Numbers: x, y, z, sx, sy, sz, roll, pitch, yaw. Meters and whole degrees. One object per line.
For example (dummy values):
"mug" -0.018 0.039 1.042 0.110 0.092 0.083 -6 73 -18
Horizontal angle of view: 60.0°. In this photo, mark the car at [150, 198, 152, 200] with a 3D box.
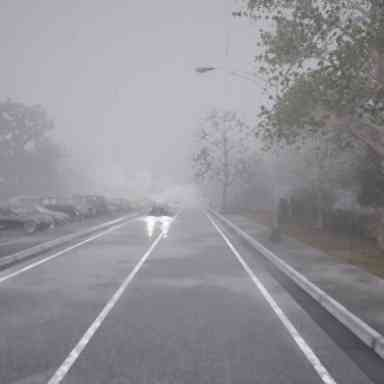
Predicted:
"car" -10.253 2.112 60.417 4.792 1.488 2.163 0 -1 0

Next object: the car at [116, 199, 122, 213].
"car" -10.304 1.677 35.436 4.674 1.452 2.002 0 -1 0

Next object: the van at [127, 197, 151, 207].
"van" -10.394 1.955 65.974 4.442 1.987 1.878 0 -1 0

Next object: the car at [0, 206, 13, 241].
"car" -10.325 1.495 13.248 5.008 1.535 2.097 0 0 0

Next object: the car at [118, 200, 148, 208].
"car" -10.255 2.062 57.642 4.792 1.488 2.163 0 -1 0

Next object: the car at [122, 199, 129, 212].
"car" -10.294 1.687 38.212 5.008 1.535 2.097 0 -1 0

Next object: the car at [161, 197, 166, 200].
"car" -10.076 2.609 85.387 5.366 1.575 1.946 0 -2 0

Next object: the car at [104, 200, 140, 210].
"car" -10.284 1.886 49.315 4.892 1.521 2.231 0 -1 0

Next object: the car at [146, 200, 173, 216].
"car" -3.344 1.771 35.085 1.895 1.301 4.718 0 -1 0

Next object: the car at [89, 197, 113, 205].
"car" -23.370 2.362 85.436 5.566 2.045 2.435 0 -2 0

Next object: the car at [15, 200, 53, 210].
"car" -23.373 1.924 49.308 4.674 1.452 2.002 0 -1 0

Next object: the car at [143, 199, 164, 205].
"car" -10.443 2.756 90.938 5.366 1.575 1.946 0 -2 0

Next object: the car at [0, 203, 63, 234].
"car" -10.285 1.534 18.798 4.792 1.488 2.163 0 0 0

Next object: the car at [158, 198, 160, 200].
"car" -10.265 2.339 74.297 4.892 1.521 2.231 0 -1 0

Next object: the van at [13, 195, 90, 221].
"van" -10.194 1.288 24.353 4.442 1.987 1.878 0 0 0

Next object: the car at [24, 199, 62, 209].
"car" -23.363 1.936 52.203 5.008 1.535 2.097 0 -1 0

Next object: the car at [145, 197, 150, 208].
"car" -10.101 1.980 54.866 5.366 1.575 1.946 0 -1 0

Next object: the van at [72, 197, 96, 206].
"van" -23.244 2.058 71.612 4.442 1.987 1.878 0 -1 0

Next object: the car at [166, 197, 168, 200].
"car" -10.284 2.582 93.720 5.566 2.045 2.435 0 -2 0

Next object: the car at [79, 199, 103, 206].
"car" -23.377 2.427 76.997 4.792 1.488 2.163 0 -1 0

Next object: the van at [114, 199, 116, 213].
"van" -10.187 1.362 32.664 4.442 1.987 1.878 0 -1 0

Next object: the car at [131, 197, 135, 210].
"car" -10.264 1.660 43.766 4.553 1.767 2.185 0 -1 0

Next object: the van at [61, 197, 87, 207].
"van" -23.474 1.957 66.057 4.442 1.987 1.878 0 -1 0

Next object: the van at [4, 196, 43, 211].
"van" -23.489 1.609 46.543 4.442 1.987 1.878 0 -1 0

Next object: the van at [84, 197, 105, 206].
"van" -23.463 2.240 79.774 4.442 1.987 1.878 0 -1 0

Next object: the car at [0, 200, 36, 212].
"car" -23.373 1.828 43.894 4.674 1.452 2.002 0 -1 0

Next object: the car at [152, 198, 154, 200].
"car" -10.250 2.161 63.193 4.792 1.488 2.163 0 -1 0

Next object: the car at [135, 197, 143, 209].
"car" -10.107 1.832 46.539 5.366 1.575 1.946 0 -1 0

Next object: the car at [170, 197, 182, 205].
"car" -3.324 2.256 76.964 2.033 1.411 5.357 0 -1 0

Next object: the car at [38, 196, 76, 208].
"car" -23.336 1.783 57.748 5.566 2.045 2.435 0 -1 0

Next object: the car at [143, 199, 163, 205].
"car" -10.266 2.687 88.162 4.892 1.521 2.231 0 -1 0

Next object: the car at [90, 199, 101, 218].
"car" -10.338 1.548 27.134 4.792 1.488 2.163 0 -1 0

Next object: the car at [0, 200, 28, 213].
"car" -23.371 1.738 41.124 5.008 1.535 2.097 0 -1 0

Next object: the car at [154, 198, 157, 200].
"car" -10.305 2.260 68.745 4.792 1.488 2.163 0 -1 0

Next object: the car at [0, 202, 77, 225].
"car" -10.315 1.549 21.576 4.674 1.452 2.002 0 0 0

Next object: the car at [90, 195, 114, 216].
"car" -10.334 1.287 29.889 5.566 2.045 2.435 0 -1 0

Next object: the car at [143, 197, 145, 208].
"car" -10.295 1.935 52.091 4.892 1.521 2.231 0 -1 0

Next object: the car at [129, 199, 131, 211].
"car" -10.266 1.611 40.990 4.553 1.767 2.185 0 -1 0

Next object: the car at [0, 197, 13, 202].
"car" -23.351 1.436 38.234 5.566 2.045 2.435 0 -1 0
